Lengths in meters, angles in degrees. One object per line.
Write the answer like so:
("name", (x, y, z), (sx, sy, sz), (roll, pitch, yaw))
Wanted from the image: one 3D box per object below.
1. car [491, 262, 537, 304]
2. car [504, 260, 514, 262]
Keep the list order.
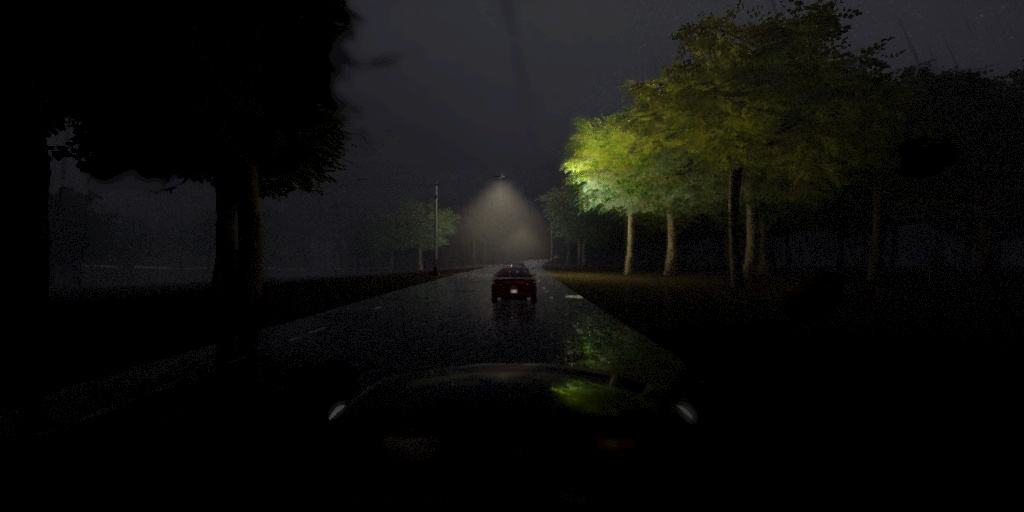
("car", (0.123, 1.230, 16.454), (1.882, 1.535, 5.008), (0, 0, 1))
("car", (0.494, 1.307, 31.421), (2.033, 1.411, 5.357), (0, 0, 2))
